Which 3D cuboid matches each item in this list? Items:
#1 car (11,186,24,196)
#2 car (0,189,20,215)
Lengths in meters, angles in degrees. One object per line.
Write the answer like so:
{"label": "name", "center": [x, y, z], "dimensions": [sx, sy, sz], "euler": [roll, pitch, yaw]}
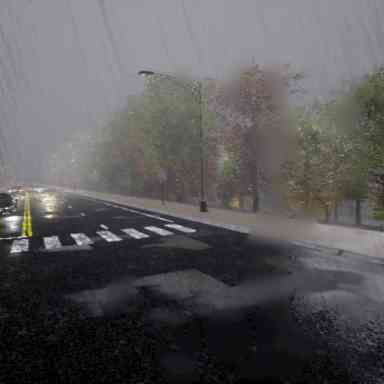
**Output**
{"label": "car", "center": [-29.009, -0.199, 54.917], "dimensions": [2.097, 1.767, 4.553], "euler": [-3, 3, -26]}
{"label": "car", "center": [-13.810, 0.912, 24.158], "dimensions": [1.837, 1.490, 4.892], "euler": [-3, 5, -26]}
